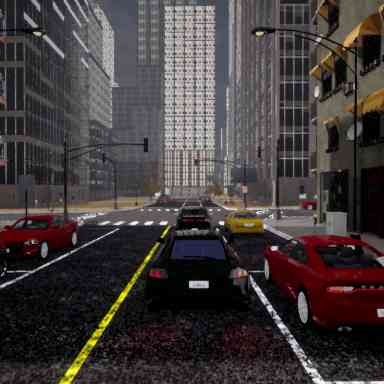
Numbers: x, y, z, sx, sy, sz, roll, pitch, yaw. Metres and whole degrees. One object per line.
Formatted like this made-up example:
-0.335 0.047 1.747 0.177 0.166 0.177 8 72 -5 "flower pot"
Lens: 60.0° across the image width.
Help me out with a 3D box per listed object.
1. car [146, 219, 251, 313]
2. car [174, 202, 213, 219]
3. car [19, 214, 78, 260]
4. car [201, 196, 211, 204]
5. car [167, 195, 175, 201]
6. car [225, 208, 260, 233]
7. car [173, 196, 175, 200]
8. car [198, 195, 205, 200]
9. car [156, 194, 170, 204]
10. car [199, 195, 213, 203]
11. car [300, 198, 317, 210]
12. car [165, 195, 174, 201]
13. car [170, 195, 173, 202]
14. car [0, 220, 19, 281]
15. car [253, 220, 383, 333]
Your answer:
0.112 1.563 7.734 1.994 1.385 4.181 0 0 0 "car"
0.096 1.503 17.719 1.837 1.490 4.892 0 0 -1 "car"
-5.685 1.543 12.397 1.887 1.381 4.507 -1 0 0 "car"
2.755 1.523 67.152 1.752 1.417 4.829 -1 0 0 "car"
-5.600 1.544 89.230 1.887 1.381 4.507 -1 0 0 "car"
2.701 1.523 18.067 1.752 1.417 4.829 -1 0 0 "car"
-5.621 1.313 72.553 2.192 1.841 5.009 -1 0 0 "car"
2.787 1.582 94.781 1.802 1.307 4.206 -1 0 0 "car"
-5.631 1.542 61.433 1.887 1.381 4.507 -1 0 0 "car"
2.748 1.437 61.423 1.967 1.590 4.097 -1 0 0 "car"
14.292 1.256 37.009 4.507 1.381 1.887 -1 1 0 "car"
-5.608 1.524 83.501 1.752 1.417 4.829 -1 0 0 "car"
-5.627 1.313 66.993 2.192 1.841 5.009 -1 0 0 "car"
-5.692 1.439 6.873 1.967 1.590 4.097 -1 0 0 "car"
2.690 1.544 6.850 1.887 1.381 4.507 -1 0 0 "car"
